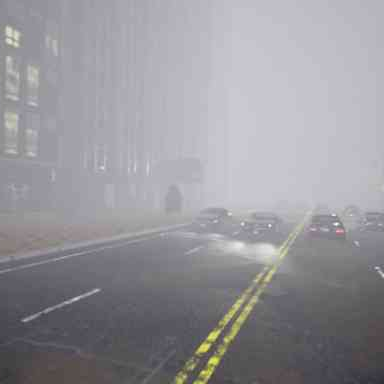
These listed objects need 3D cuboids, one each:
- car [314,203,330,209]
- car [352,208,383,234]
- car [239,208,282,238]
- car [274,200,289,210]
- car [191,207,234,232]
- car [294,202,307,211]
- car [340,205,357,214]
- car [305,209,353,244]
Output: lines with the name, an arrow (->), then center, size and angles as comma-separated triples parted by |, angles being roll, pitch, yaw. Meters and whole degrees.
car -> 18.682, 2.362, 47.869 | 1.882, 1.535, 5.008 | 2, 0, 21
car -> 12.443, 2.089, 22.682 | 2.033, 1.411, 5.357 | 2, 0, 22
car -> 4.177, 1.858, 19.715 | 1.895, 1.301, 4.718 | 2, 0, 21
car -> 16.071, 2.215, 59.545 | 2.097, 1.767, 4.553 | 2, 0, 22
car -> 1.460, 1.707, 21.694 | 1.812, 1.442, 4.674 | 2, 0, 21
car -> 19.085, 2.500, 58.332 | 2.033, 1.411, 5.357 | 2, 0, 22
car -> 19.650, 2.387, 41.385 | 1.837, 1.490, 4.892 | 2, 0, 21
car -> 7.248, 1.894, 18.090 | 2.033, 1.411, 5.357 | 2, 0, 21
